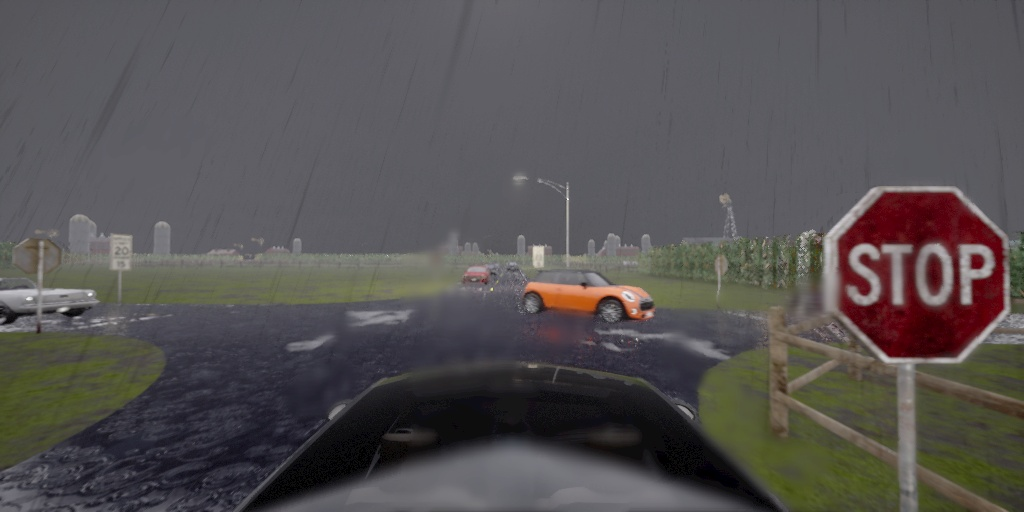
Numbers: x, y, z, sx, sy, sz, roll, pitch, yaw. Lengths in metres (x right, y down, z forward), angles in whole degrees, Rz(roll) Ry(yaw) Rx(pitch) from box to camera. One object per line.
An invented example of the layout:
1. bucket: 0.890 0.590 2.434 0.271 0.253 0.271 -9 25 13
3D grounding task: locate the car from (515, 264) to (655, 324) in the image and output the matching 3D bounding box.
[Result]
1. car: 2.621 1.275 12.823 4.553 1.767 2.097 0 -2 39

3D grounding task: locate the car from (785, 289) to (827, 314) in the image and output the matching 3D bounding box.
1. car: 13.652 1.622 13.621 5.357 1.411 2.033 1 -1 1

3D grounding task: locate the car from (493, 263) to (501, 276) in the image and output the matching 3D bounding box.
1. car: -2.804 1.754 44.736 2.033 1.411 5.357 0 -1 0

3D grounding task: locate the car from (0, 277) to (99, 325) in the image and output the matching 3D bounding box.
1. car: -15.663 1.274 10.786 4.718 1.301 1.895 1 -1 0

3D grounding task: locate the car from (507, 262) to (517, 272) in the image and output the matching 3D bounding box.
1. car: 0.143 1.817 58.229 1.882 1.535 5.008 0 -1 0

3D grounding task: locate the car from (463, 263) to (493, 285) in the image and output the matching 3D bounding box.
1. car: -2.823 1.526 29.361 1.882 1.535 5.008 0 -1 0
